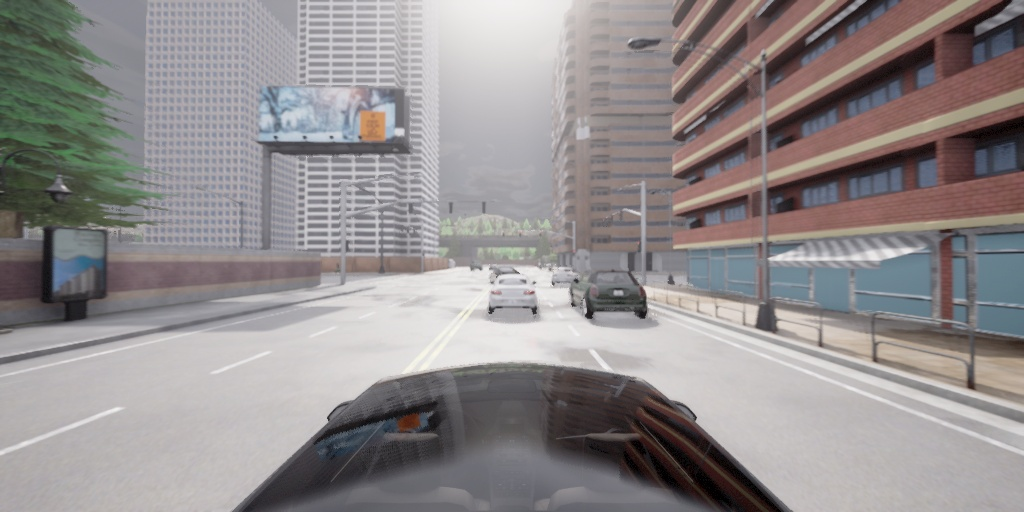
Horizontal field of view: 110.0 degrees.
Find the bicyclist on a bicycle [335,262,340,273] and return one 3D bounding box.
[{"bbox_3d":[-25.649,1.752,52.766,0.582,1.620,1.656,0,0,0],"label":"bicyclist on a bicycle"}]

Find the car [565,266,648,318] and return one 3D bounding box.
[{"bbox_3d":[3.540,1.270,13.978,2.097,1.767,4.553,0,-1,1],"label":"car"}]

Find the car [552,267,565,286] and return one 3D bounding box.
[{"bbox_3d":[4.524,1.659,29.595,1.812,1.442,4.674,-1,-1,18],"label":"car"}]

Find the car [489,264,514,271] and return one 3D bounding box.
[{"bbox_3d":[-0.691,1.620,30.212,1.882,1.535,5.008,1,-1,-12],"label":"car"}]

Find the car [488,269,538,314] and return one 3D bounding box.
[{"bbox_3d":[0.048,1.454,14.725,1.812,1.442,4.674,0,-1,1],"label":"car"}]
